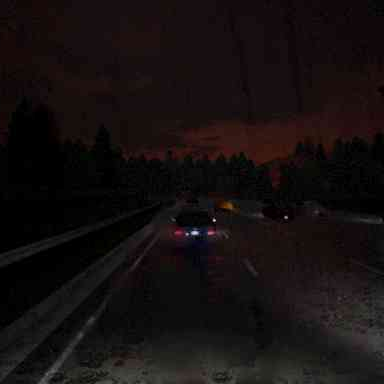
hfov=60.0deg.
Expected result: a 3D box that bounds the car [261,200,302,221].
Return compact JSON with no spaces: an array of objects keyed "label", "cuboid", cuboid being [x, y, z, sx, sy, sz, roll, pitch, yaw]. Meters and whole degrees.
[{"label":"car","cuboid":[7.099,1.600,27.298,1.895,1.301,4.718,0,0,0]}]

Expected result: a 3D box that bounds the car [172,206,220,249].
[{"label":"car","cuboid":[0.099,1.547,14.605,2.033,1.411,5.357,0,0,0]}]

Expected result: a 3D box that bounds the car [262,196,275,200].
[{"label":"car","cuboid":[14.099,1.523,61.362,1.812,1.442,4.674,0,0,0]}]

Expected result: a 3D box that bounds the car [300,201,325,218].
[{"label":"car","cuboid":[10.597,1.524,30.512,1.812,1.442,4.674,0,0,0]}]

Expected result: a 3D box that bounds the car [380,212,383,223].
[{"label":"car","cuboid":[14.097,1.599,21.153,1.895,1.301,4.718,0,0,0]}]

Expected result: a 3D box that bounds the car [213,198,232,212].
[{"label":"car","cuboid":[3.600,1.476,39.435,1.882,1.535,5.008,0,0,0]}]

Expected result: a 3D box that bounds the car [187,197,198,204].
[{"label":"car","cuboid":[0.094,1.563,62.836,1.994,1.385,4.181,0,0,0]}]
